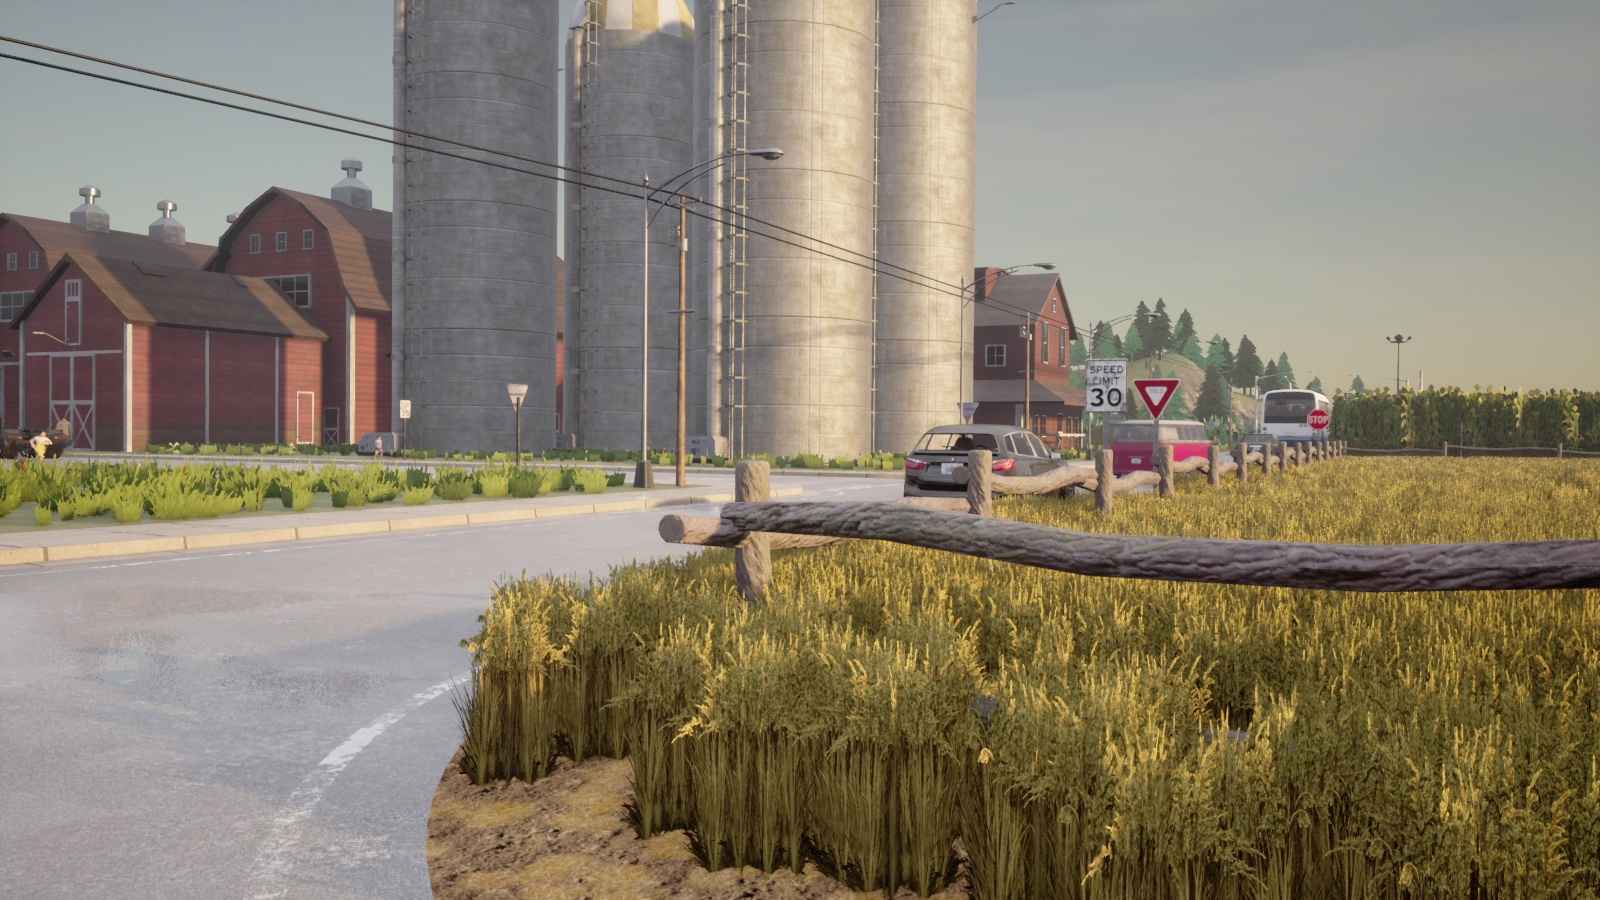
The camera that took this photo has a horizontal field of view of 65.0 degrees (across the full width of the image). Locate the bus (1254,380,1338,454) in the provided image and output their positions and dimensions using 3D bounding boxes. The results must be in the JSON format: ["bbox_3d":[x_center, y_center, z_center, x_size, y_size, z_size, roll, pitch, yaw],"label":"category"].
[{"bbox_3d":[30.741,-1.982,77.527,3.944,4.253,10.273,0,1,27],"label":"bus"}]

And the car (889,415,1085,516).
[{"bbox_3d":[3.596,0.224,23.331,2.242,1.667,4.611,0,1,27],"label":"car"}]

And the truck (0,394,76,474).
[{"bbox_3d":[-37.082,-0.699,57.408,7.936,3.462,2.891,0,1,26],"label":"truck"}]

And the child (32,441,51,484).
[{"bbox_3d":[-22.548,0.361,37.317,0.437,1.263,0.270,0,1,25],"label":"child"}]

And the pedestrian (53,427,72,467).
[{"bbox_3d":[-36.415,-0.131,62.039,0.659,1.952,0.873,-1,1,-39],"label":"pedestrian"}]

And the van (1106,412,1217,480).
[{"bbox_3d":[11.326,-0.153,39.145,1.775,1.987,4.442,0,1,38],"label":"van"}]

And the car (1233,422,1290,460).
[{"bbox_3d":[22.413,-0.444,60.896,2.097,1.767,4.553,0,1,27],"label":"car"}]
